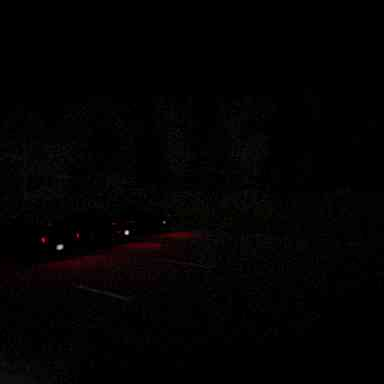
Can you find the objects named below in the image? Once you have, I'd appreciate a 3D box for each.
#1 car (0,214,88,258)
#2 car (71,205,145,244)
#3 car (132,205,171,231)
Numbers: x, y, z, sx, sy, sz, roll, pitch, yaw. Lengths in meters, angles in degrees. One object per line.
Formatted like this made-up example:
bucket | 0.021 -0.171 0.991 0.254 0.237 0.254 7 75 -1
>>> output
car | -6.323 1.602 12.722 4.718 1.301 1.895 0 0 36
car | -4.801 1.507 15.946 4.892 1.490 1.837 0 0 36
car | -3.497 1.478 19.324 5.008 1.535 1.882 0 0 36
